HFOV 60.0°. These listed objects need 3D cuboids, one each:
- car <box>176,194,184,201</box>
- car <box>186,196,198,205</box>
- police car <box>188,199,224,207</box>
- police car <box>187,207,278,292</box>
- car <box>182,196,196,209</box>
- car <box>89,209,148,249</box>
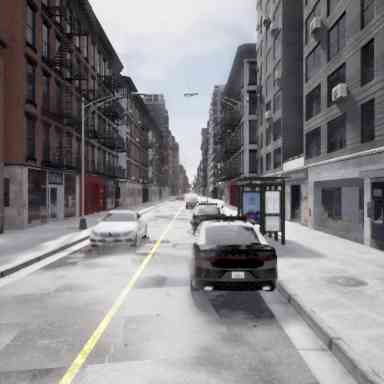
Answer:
[{"bbox_3d":[-2.935,1.356,85.414,2.097,1.767,4.553,0,0,0],"label":"car"},{"bbox_3d":[0.045,1.505,59.197,2.128,1.511,4.902,0,0,0],"label":"car"},{"bbox_3d":[0.914,1.431,19.111,1.930,1.638,5.238,0,0,0],"label":"police car"},{"bbox_3d":[0.906,1.427,9.111,1.930,1.638,5.238,0,0,0],"label":"police car"},{"bbox_3d":[0.049,1.562,45.707,2.033,1.411,5.357,0,0,0],"label":"car"},{"bbox_3d":[-3.089,1.529,14.809,1.812,1.442,4.674,0,0,0],"label":"car"}]
